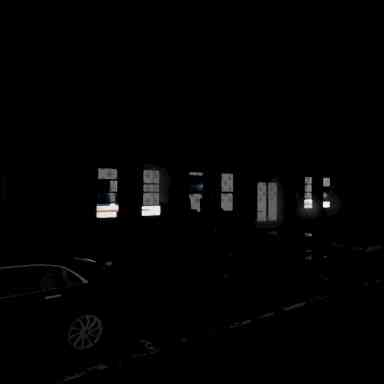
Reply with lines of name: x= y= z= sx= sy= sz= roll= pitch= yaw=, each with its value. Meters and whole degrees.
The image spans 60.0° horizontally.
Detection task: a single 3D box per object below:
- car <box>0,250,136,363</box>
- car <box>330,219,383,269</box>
car: x=-2.931 y=1.551 z=4.468 sx=4.403 sy=1.369 sz=2.008 roll=0 pitch=0 yaw=-35
car: x=6.345 y=1.582 z=11.068 sx=4.206 sy=1.307 sz=1.802 roll=0 pitch=0 yaw=-35
